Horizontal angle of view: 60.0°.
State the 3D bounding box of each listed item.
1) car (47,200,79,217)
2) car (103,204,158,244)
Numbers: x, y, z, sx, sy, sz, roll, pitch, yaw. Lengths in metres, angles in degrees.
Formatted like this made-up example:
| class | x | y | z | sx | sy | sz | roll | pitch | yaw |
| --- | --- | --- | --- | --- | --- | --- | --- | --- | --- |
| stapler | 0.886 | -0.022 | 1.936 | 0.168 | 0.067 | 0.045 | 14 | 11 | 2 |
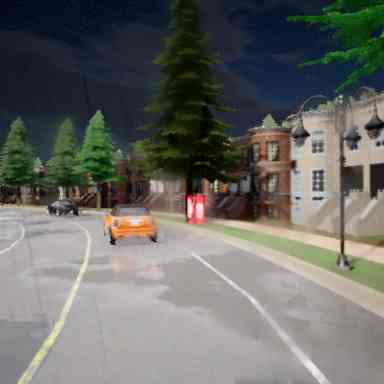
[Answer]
| class | x | y | z | sx | sy | sz | roll | pitch | yaw |
| --- | --- | --- | --- | --- | --- | --- | --- | --- | --- |
| car | -12.702 | 1.594 | 32.569 | 1.837 | 1.490 | 4.892 | 0 | 0 | -40 |
| car | -3.122 | 1.372 | 16.239 | 2.097 | 1.767 | 4.553 | -1 | 0 | -19 |
